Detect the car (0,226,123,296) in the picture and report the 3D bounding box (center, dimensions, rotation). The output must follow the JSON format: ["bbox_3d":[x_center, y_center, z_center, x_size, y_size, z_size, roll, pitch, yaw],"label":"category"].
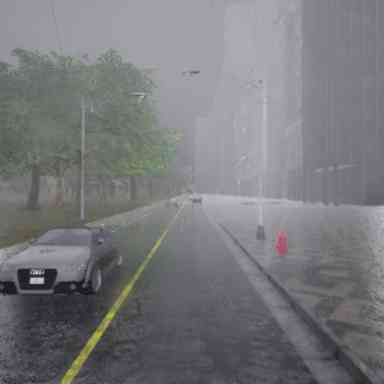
[{"bbox_3d":[-3.101,1.593,8.644,1.994,1.385,4.181,0,0,0],"label":"car"}]

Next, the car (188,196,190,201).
[{"bbox_3d":[-0.002,1.531,84.159,1.895,1.301,4.718,0,0,0],"label":"car"}]

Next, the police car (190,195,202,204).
[{"bbox_3d":[1.048,1.529,66.430,1.930,1.638,5.238,0,0,0],"label":"police car"}]

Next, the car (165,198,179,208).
[{"bbox_3d":[-3.065,1.628,51.442,1.812,1.442,4.674,0,0,0],"label":"car"}]
